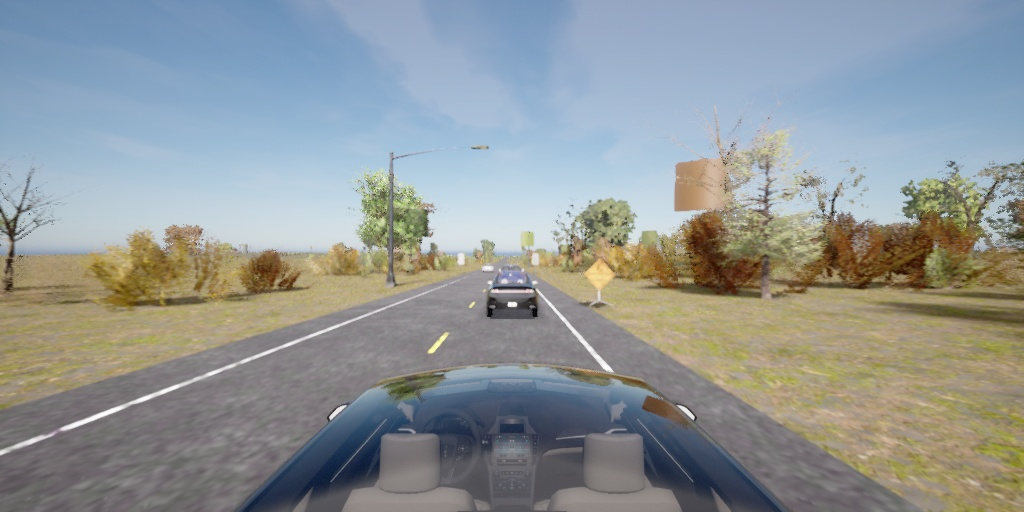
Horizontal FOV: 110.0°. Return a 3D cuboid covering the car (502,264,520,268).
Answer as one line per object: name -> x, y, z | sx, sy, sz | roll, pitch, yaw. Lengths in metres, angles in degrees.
car -> -0.045, 1.453, 29.047 | 2.097, 1.767, 4.553 | 0, -1, 0

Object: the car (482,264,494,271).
car -> -3.921, 2.020, 59.306 | 1.812, 1.442, 4.674 | 0, -1, 0

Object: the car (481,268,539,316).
car -> 0.022, 1.401, 14.123 | 2.128, 1.511, 4.902 | 0, -1, 0

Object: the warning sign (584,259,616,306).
warning sign -> 3.527, 1.030, 14.573 | 1.300, 1.860, 1.060 | 0, 0, 0
